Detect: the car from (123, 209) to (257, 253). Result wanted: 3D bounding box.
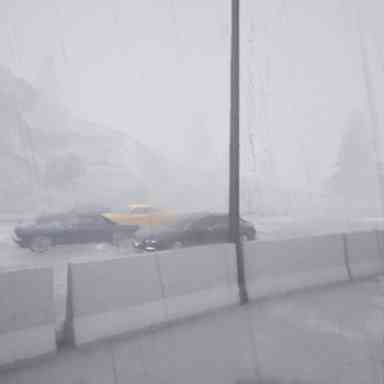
[{"bbox_3d":[0.209,1.502,12.358,4.892,1.490,1.837,0,0,-32],"label":"car"}]

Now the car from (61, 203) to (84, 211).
[{"bbox_3d":[-6.786,1.434,20.340,5.008,1.535,1.882,0,0,-33],"label":"car"}]

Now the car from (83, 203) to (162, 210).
[{"bbox_3d":[-3.139,1.455,18.519,5.008,1.535,1.882,0,0,-32],"label":"car"}]

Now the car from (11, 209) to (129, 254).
[{"bbox_3d":[-4.610,1.570,13.418,4.718,1.301,1.895,0,0,-34],"label":"car"}]
